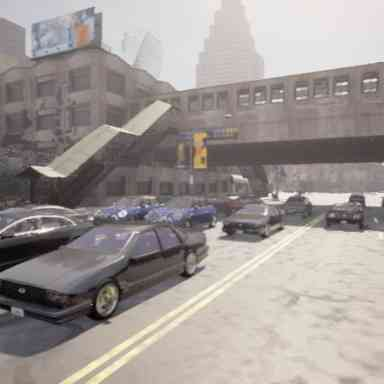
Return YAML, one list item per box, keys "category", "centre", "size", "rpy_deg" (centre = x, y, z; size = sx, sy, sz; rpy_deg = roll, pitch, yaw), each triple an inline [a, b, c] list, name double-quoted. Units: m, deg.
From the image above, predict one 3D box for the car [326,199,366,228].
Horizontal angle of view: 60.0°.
- category: "car"
  centre: [9.170, 1.295, 19.769]
  size: [1.895, 1.301, 4.718]
  rpy_deg: [1, 1, 28]

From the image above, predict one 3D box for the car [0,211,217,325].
- category: "car"
  centre: [-1.407, 1.401, 7.408]
  size: [2.033, 1.411, 5.357]
  rpy_deg: [1, 1, 28]

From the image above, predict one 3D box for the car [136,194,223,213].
- category: "car"
  centre: [-0.458, 1.043, 16.767]
  size: [2.097, 1.767, 4.553]
  rpy_deg: [1, 1, 28]

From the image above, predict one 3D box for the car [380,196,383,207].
- category: "car"
  centre: [22.803, 0.938, 38.113]
  size: [2.128, 1.511, 4.902]
  rpy_deg: [1, 1, 28]

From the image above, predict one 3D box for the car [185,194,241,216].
- category: "car"
  centre: [1.835, 0.993, 27.550]
  size: [2.231, 1.521, 4.892]
  rpy_deg: [1, 1, 37]

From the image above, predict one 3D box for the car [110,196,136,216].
- category: "car"
  centre: [-3.179, 1.007, 18.012]
  size: [2.185, 1.767, 4.553]
  rpy_deg: [1, 1, 27]

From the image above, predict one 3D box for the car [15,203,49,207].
- category: "car"
  centre: [-6.028, 1.219, 12.254]
  size: [2.097, 1.535, 5.008]
  rpy_deg: [1, 1, 27]

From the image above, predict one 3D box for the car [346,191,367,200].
- category: "car"
  centre: [20.371, 0.885, 41.000]
  size: [1.837, 1.490, 4.892]
  rpy_deg: [1, 1, 28]

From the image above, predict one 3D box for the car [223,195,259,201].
- category: "car"
  centre: [4.200, 1.037, 25.674]
  size: [1.882, 1.535, 5.008]
  rpy_deg: [1, 1, 28]

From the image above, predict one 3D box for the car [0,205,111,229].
- category: "car"
  centre: [-4.689, 1.303, 8.693]
  size: [2.128, 1.511, 4.902]
  rpy_deg: [1, 1, 28]

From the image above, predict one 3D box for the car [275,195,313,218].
- category: "car"
  centre: [8.066, 1.090, 25.498]
  size: [1.837, 1.490, 4.892]
  rpy_deg: [1, 1, 28]

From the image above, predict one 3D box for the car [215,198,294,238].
- category: "car"
  centre: [3.268, 1.269, 16.331]
  size: [2.033, 1.411, 5.357]
  rpy_deg: [1, 1, 28]
